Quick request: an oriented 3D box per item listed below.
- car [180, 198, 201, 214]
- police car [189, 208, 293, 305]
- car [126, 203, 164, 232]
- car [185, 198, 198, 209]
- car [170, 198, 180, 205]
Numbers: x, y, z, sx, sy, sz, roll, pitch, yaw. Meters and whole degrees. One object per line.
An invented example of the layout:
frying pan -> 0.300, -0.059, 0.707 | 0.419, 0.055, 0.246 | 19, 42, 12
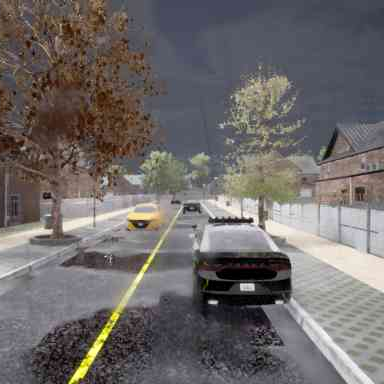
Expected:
car -> 0.001, 1.507, 36.278 | 1.882, 1.535, 5.008 | 0, 0, 0
police car -> 0.945, 1.431, 8.287 | 1.930, 1.638, 5.238 | 0, 0, 0
car -> -2.794, 1.492, 20.544 | 1.882, 1.535, 5.008 | 0, 0, 0
car -> -0.047, 1.568, 46.723 | 1.812, 1.442, 4.674 | 0, 0, 0
car -> -2.877, 1.664, 59.814 | 1.895, 1.301, 4.718 | 0, 0, 0
